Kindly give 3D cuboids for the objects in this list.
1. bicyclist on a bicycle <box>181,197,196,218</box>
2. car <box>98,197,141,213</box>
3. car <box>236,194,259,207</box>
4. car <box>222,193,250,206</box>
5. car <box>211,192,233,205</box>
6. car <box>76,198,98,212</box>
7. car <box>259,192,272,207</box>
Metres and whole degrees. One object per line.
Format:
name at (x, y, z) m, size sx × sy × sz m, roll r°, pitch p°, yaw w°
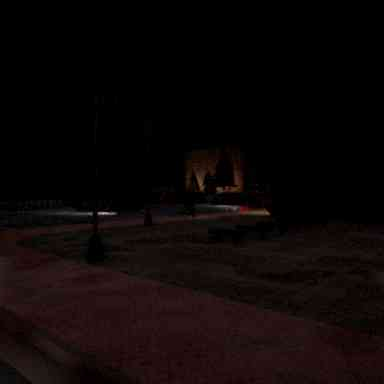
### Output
bicyclist on a bicycle at (-0.280, 1.251, 26.811) m, size 1.656 × 1.620 × 0.582 m, roll 0°, pitch 0°, yaw 40°
car at (-7.553, 1.481, 35.989) m, size 1.994 × 1.385 × 4.181 m, roll 0°, pitch 0°, yaw 40°
car at (9.164, 1.435, 50.053) m, size 1.837 × 1.490 × 4.892 m, roll 0°, pitch 0°, yaw 41°
car at (7.435, 1.397, 53.544) m, size 1.882 × 1.535 × 5.008 m, roll 0°, pitch 0°, yaw 41°
car at (5.578, 1.134, 56.743) m, size 2.150 × 2.045 × 5.566 m, roll 0°, pitch 0°, yaw 41°
car at (-10.652, 1.384, 37.746) m, size 1.882 × 1.535 × 5.008 m, roll 0°, pitch 0°, yaw 40°
car at (12.053, 1.292, 48.040) m, size 2.097 × 1.767 × 4.553 m, roll 0°, pitch 0°, yaw 41°
